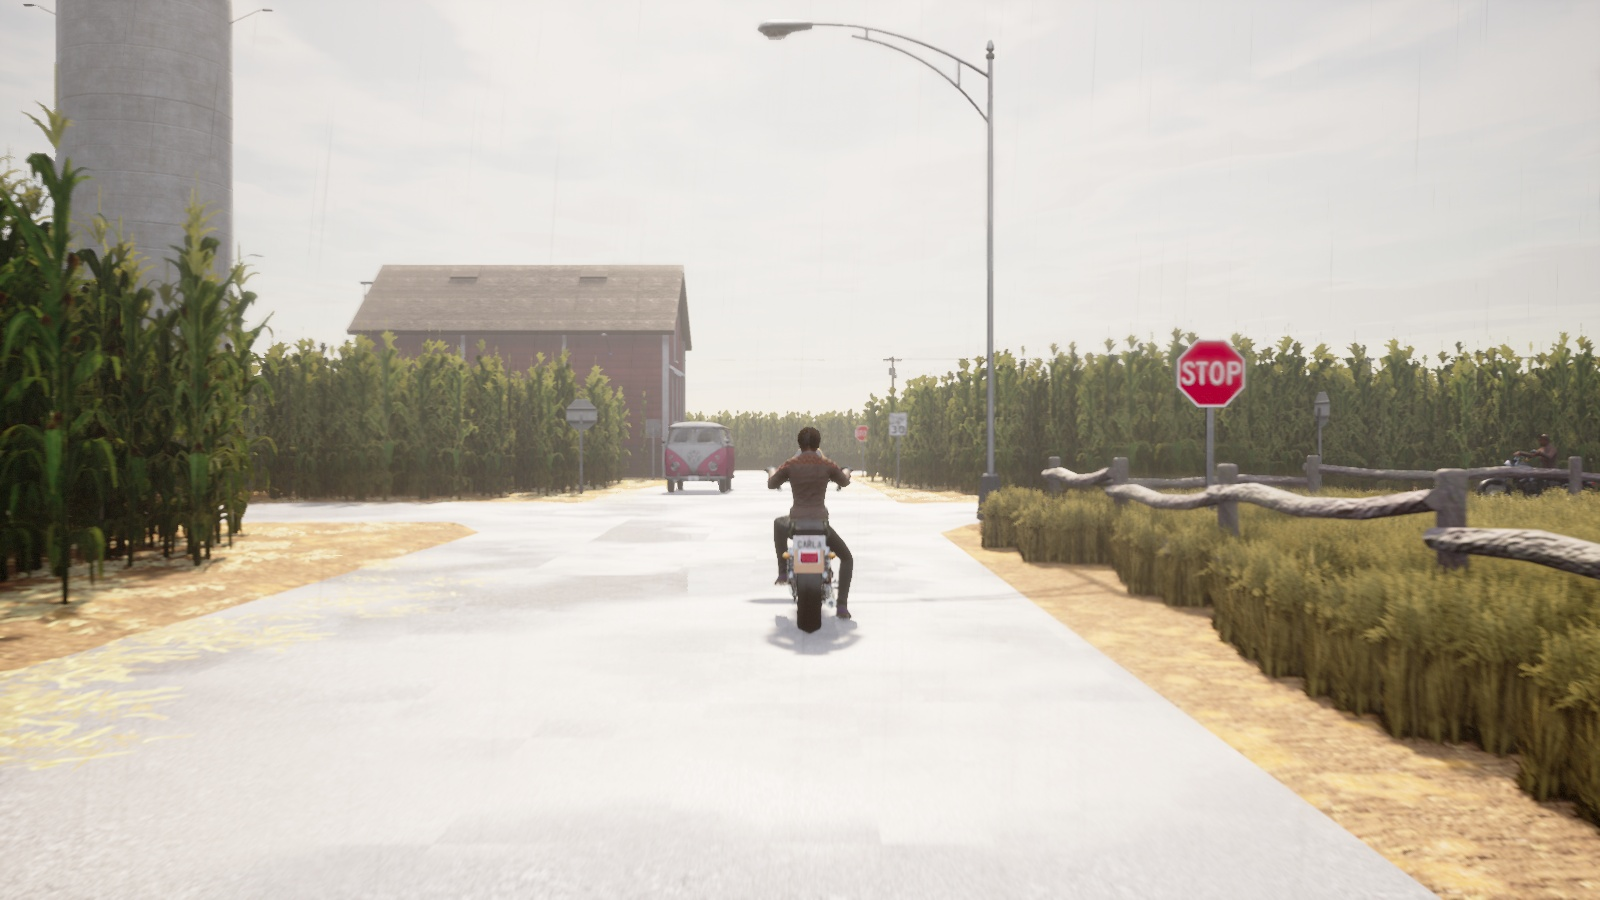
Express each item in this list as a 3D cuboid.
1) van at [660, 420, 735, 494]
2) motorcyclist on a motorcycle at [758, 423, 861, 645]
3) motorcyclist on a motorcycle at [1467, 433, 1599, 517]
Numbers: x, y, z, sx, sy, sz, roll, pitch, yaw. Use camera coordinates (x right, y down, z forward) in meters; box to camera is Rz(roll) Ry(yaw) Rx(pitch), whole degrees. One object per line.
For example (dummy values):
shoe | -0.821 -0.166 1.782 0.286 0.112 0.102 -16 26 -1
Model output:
van | -2.877 0.209 36.163 1.775 1.987 4.442 0 0 0
motorcyclist on a motorcycle | 0.076 0.615 10.505 0.766 1.649 2.350 0 0 0
motorcyclist on a motorcycle | 14.897 0.502 25.432 2.350 1.649 0.766 0 0 1
